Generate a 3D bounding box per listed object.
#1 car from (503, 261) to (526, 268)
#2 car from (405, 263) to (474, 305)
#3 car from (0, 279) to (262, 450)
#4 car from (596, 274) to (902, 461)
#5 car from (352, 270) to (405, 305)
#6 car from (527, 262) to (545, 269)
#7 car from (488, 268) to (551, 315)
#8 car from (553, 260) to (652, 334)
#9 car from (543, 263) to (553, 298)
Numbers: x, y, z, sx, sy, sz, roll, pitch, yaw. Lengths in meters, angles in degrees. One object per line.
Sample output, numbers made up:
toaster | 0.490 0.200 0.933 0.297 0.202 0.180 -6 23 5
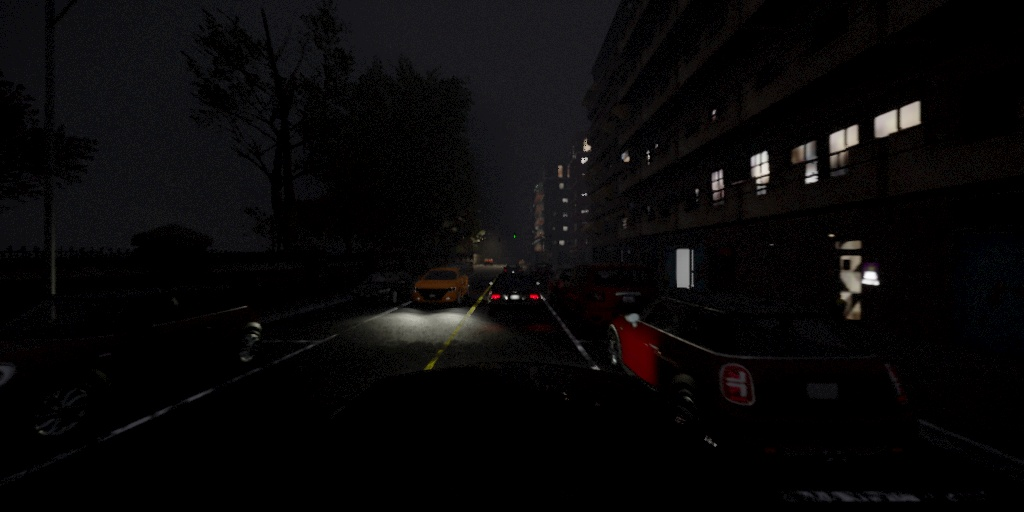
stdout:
car | 0.094 1.424 33.782 1.994 1.385 4.181 0 0 0
car | -3.102 1.276 16.435 1.882 1.535 5.008 0 0 0
car | -5.690 1.201 5.040 1.967 1.591 4.097 0 0 0
car | 2.691 1.201 5.043 1.967 1.591 4.097 0 0 0
car | -5.691 1.349 16.302 2.007 1.370 4.403 0 0 0
car | 2.688 1.298 33.193 1.967 1.591 4.097 0 0 0
car | 0.095 1.337 13.677 2.033 1.411 5.357 0 0 0
car | 2.690 1.094 10.673 2.192 1.841 5.009 0 0 0
car | 2.690 1.238 16.304 1.967 1.591 4.097 0 0 0
